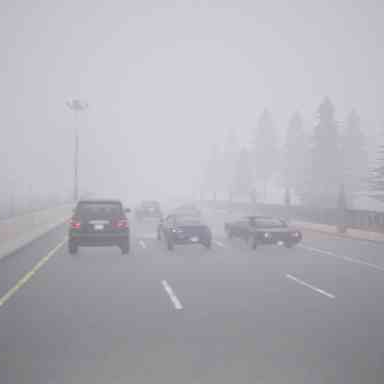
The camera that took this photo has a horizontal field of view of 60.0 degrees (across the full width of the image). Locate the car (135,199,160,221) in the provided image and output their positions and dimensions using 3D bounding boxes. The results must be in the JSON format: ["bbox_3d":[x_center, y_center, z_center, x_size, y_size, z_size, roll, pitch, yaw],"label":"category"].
[{"bbox_3d":[-3.821,1.516,29.255,2.097,1.767,4.553,1,-1,-13],"label":"car"}]

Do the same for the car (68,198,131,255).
[{"bbox_3d":[-3.742,1.270,13.795,2.150,2.045,5.566,1,0,-13],"label":"car"}]

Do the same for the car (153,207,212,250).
[{"bbox_3d":[-0.425,1.631,14.966,1.812,1.442,4.674,1,0,-13],"label":"car"}]

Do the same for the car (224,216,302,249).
[{"bbox_3d":[3.043,1.756,15.493,1.895,1.301,4.718,1,0,-13],"label":"car"}]

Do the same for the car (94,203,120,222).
[{"bbox_3d":[-7.290,1.681,28.707,1.994,1.385,4.181,1,0,-13],"label":"car"}]

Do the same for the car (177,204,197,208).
[{"bbox_3d":[-0.466,1.782,30.268,1.994,1.385,4.181,1,0,-13],"label":"car"}]
